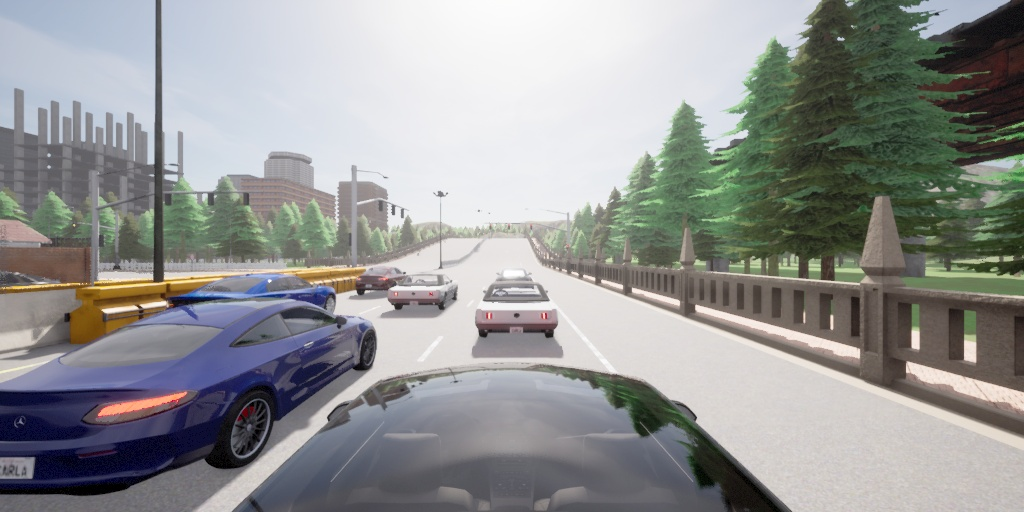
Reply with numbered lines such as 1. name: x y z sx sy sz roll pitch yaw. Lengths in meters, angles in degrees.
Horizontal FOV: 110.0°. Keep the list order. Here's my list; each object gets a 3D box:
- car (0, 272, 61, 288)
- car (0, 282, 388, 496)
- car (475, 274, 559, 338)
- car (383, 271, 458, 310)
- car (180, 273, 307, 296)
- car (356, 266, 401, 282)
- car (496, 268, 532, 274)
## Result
1. car: -17.585 1.254 11.247 1.837 1.490 4.892 0 0 0
2. car: -3.398 1.276 4.741 1.812 1.442 4.674 0 0 0
3. car: 0.103 1.350 10.147 1.895 1.301 4.718 0 0 0
4. car: -3.396 1.350 14.660 1.895 1.301 4.718 0 0 0
5. car: -6.897 1.227 10.199 1.882 1.535 5.008 0 0 0
6. car: -6.895 1.275 19.540 1.812 1.442 4.674 0 0 0
7. car: 0.105 1.313 18.899 1.994 1.385 4.181 0 0 0
